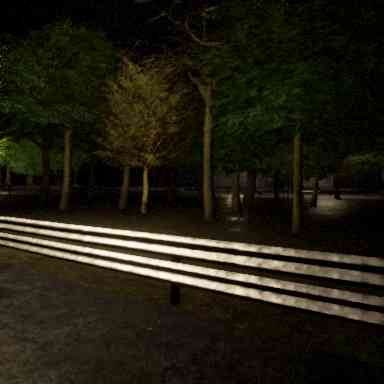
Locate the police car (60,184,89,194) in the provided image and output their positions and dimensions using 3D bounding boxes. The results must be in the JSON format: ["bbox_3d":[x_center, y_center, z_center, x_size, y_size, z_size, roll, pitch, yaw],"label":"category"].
[{"bbox_3d":[-18.103,-0.486,52.700,5.238,1.638,1.930,0,1,-5],"label":"police car"}]
